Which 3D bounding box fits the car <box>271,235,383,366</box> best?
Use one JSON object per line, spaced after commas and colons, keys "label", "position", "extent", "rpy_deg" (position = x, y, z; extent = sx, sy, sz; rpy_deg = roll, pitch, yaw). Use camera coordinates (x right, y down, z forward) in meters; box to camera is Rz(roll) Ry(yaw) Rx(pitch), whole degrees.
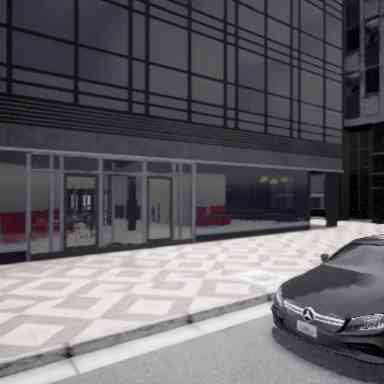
{"label": "car", "position": [3.417, 1.522, 5.726], "extent": [4.674, 1.442, 1.812], "rpy_deg": [-1, 0, -35]}
